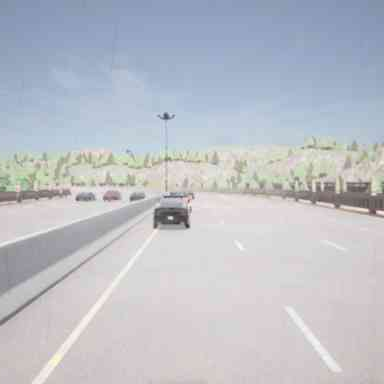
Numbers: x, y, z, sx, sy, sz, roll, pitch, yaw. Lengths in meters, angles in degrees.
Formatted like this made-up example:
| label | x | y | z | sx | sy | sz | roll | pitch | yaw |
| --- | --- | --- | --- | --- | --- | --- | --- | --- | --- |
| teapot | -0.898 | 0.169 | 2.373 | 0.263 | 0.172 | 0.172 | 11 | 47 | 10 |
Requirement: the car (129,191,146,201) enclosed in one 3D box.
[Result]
| label | x | y | z | sx | sy | sz | roll | pitch | yaw |
| --- | --- | --- | --- | --- | --- | --- | --- | --- | --- |
| car | -7.370 | 0.555 | 45.608 | 1.994 | 1.385 | 4.181 | 0 | 1 | -3 |

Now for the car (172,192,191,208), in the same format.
| label | x | y | z | sx | sy | sz | roll | pitch | yaw |
| --- | --- | --- | --- | --- | --- | --- | --- | --- | --- |
| car | -1.044 | 0.757 | 34.703 | 1.812 | 1.442 | 4.674 | 0 | 1 | 0 |

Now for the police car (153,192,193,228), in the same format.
| label | x | y | z | sx | sy | sz | roll | pitch | yaw |
| --- | --- | --- | --- | --- | --- | --- | --- | --- | --- |
| police car | -1.047 | 1.007 | 18.815 | 1.930 | 1.638 | 5.238 | 0 | 1 | 0 |

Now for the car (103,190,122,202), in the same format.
| label | x | y | z | sx | sy | sz | roll | pitch | yaw |
| --- | --- | --- | --- | --- | --- | --- | --- | --- | --- |
| car | -10.854 | 0.471 | 45.470 | 1.882 | 1.535 | 5.008 | 0 | 1 | -3 |

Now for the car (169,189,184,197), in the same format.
| label | x | y | z | sx | sy | sz | roll | pitch | yaw |
| --- | --- | --- | --- | --- | --- | --- | --- | --- | --- |
| car | -3.013 | 0.161 | 65.141 | 1.895 | 1.301 | 4.718 | 0 | 1 | -16 |

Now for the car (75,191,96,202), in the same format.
| label | x | y | z | sx | sy | sz | roll | pitch | yaw |
| --- | --- | --- | --- | --- | --- | --- | --- | --- | --- |
| car | -14.336 | 0.569 | 44.945 | 1.994 | 1.385 | 4.181 | 0 | 1 | -3 |

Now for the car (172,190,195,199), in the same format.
| label | x | y | z | sx | sy | sz | roll | pitch | yaw |
| --- | --- | --- | --- | --- | --- | --- | --- | --- | --- |
| car | -1.046 | 0.715 | 28.671 | 2.097 | 1.767 | 4.553 | 0 | 1 | 0 |

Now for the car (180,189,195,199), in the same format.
| label | x | y | z | sx | sy | sz | roll | pitch | yaw |
| --- | --- | --- | --- | --- | --- | --- | --- | --- | --- |
| car | -0.716 | 0.359 | 52.735 | 1.812 | 1.442 | 4.674 | 0 | 1 | -8 |
